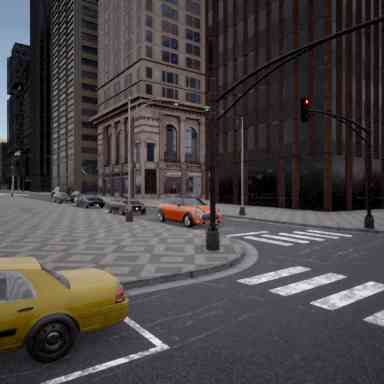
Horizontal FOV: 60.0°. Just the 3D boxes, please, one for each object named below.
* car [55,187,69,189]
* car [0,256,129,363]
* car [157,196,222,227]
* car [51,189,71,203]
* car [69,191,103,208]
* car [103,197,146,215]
[{"bbox_3d":[-21.924,0.134,55.759,2.150,2.045,5.566,0,1,-36],"label":"car"},{"bbox_3d":[-3.261,1.526,4.323,4.829,1.417,1.752,0,0,-35],"label":"car"},{"bbox_3d":[-0.218,1.050,20.093,2.097,1.767,4.553,0,1,-36],"label":"car"},{"bbox_3d":[-16.670,0.663,43.144,1.837,1.490,4.892,0,1,-36],"label":"car"},{"bbox_3d":[-10.834,0.893,34.937,2.033,1.411,5.357,0,1,-35],"label":"car"},{"bbox_3d":[-5.412,1.088,27.353,1.994,1.385,4.181,0,1,-36],"label":"car"}]
